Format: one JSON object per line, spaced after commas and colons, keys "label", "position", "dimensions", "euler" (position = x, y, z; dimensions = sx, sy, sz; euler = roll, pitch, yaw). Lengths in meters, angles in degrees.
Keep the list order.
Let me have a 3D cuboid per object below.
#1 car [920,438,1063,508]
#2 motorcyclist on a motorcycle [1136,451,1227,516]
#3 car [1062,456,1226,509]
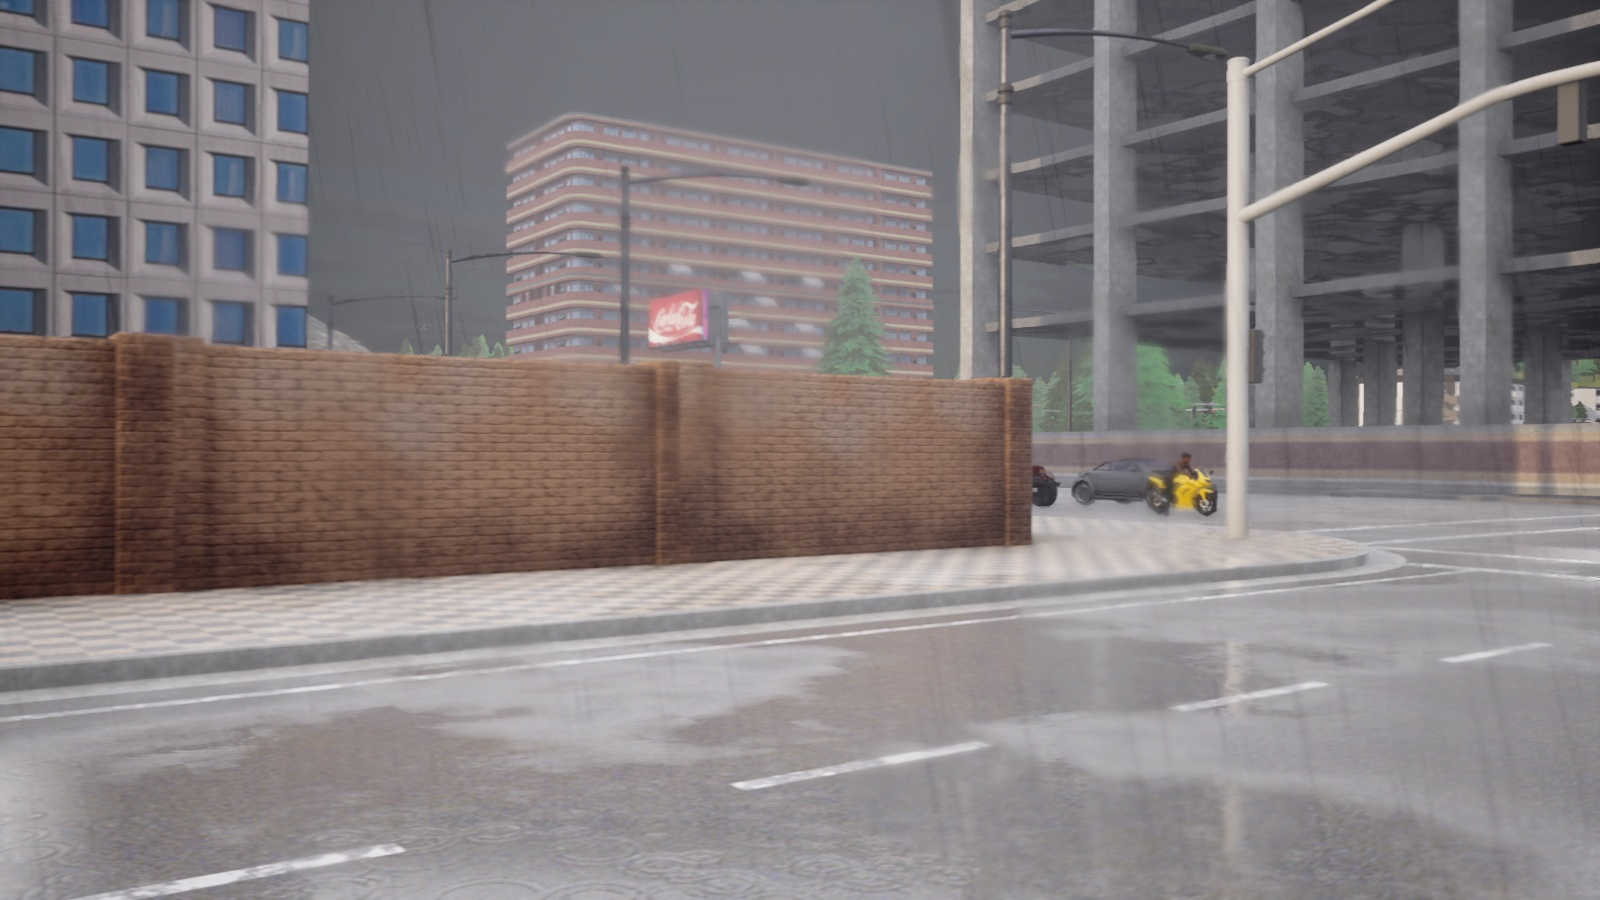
{"label": "car", "position": [5.378, 0.617, 35.677], "dimensions": [1.905, 1.878, 3.866], "euler": [0, 0, -34]}
{"label": "motorcyclist on a motorcycle", "position": [9.148, 0.782, 30.168], "dimensions": [0.797, 1.523, 2.044], "euler": [0, 0, -35]}
{"label": "car", "position": [9.676, 0.876, 35.592], "dimensions": [1.994, 1.385, 4.181], "euler": [0, 0, -34]}
